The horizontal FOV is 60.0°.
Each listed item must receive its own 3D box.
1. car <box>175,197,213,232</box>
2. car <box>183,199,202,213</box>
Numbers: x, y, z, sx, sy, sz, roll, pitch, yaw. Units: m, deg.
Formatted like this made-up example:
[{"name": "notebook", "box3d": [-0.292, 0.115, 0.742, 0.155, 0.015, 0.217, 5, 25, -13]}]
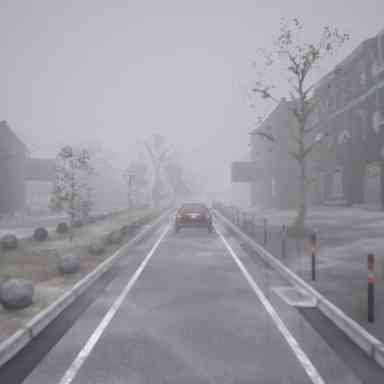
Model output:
[{"name": "car", "box3d": [0.092, 1.352, 20.087, 2.097, 1.767, 4.553, 0, 0, 0]}, {"name": "car", "box3d": [0.085, 1.558, 37.814, 2.033, 1.411, 5.357, 0, 0, 0]}]
